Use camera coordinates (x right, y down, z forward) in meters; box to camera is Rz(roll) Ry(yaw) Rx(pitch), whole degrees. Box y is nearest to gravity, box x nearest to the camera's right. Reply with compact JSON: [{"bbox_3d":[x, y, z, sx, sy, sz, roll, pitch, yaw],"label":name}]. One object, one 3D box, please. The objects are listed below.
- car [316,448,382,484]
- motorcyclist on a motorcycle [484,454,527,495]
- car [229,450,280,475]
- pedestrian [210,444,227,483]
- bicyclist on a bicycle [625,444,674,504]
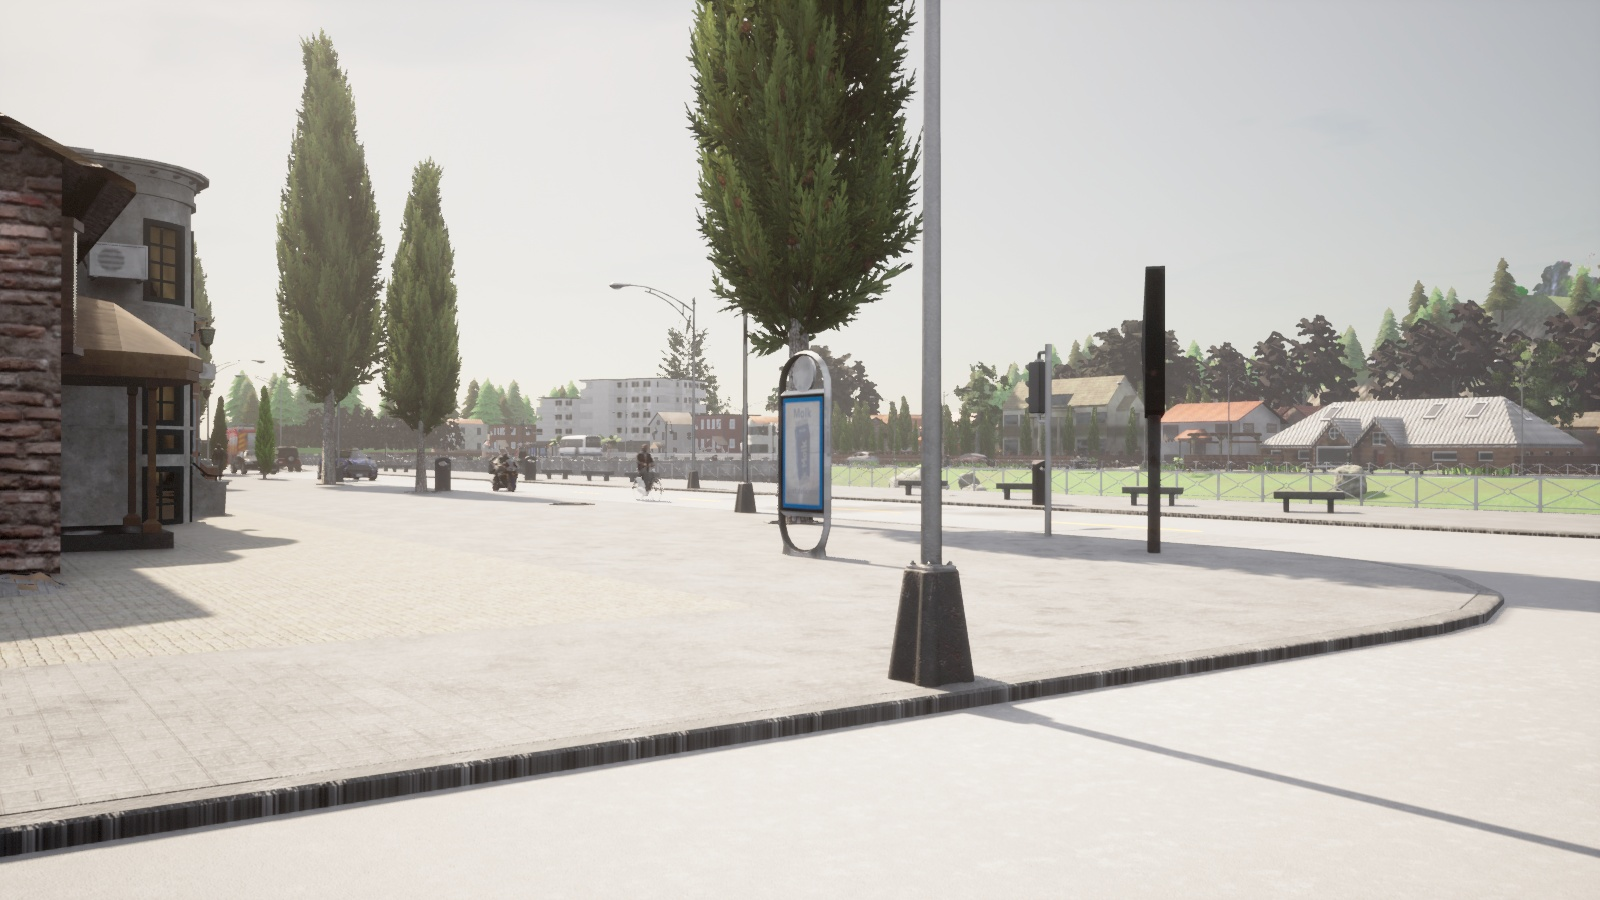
[{"bbox_3d":[-23.529,0.813,65.404,2.097,1.767,4.553,0,0,-35],"label":"car"},{"bbox_3d":[-11.204,0.920,47.721,0.866,1.530,2.191,0,0,-35],"label":"motorcyclist on a motorcycle"},{"bbox_3d":[-36.577,0.807,84.126,2.152,1.651,5.027,0,0,-35],"label":"car"},{"bbox_3d":[-28.278,0.664,61.072,0.563,1.883,0.849,0,0,-14],"label":"pedestrian"},{"bbox_3d":[-4.593,0.719,38.235,0.659,1.776,1.843,0,0,-35],"label":"bicyclist on a bicycle"}]
